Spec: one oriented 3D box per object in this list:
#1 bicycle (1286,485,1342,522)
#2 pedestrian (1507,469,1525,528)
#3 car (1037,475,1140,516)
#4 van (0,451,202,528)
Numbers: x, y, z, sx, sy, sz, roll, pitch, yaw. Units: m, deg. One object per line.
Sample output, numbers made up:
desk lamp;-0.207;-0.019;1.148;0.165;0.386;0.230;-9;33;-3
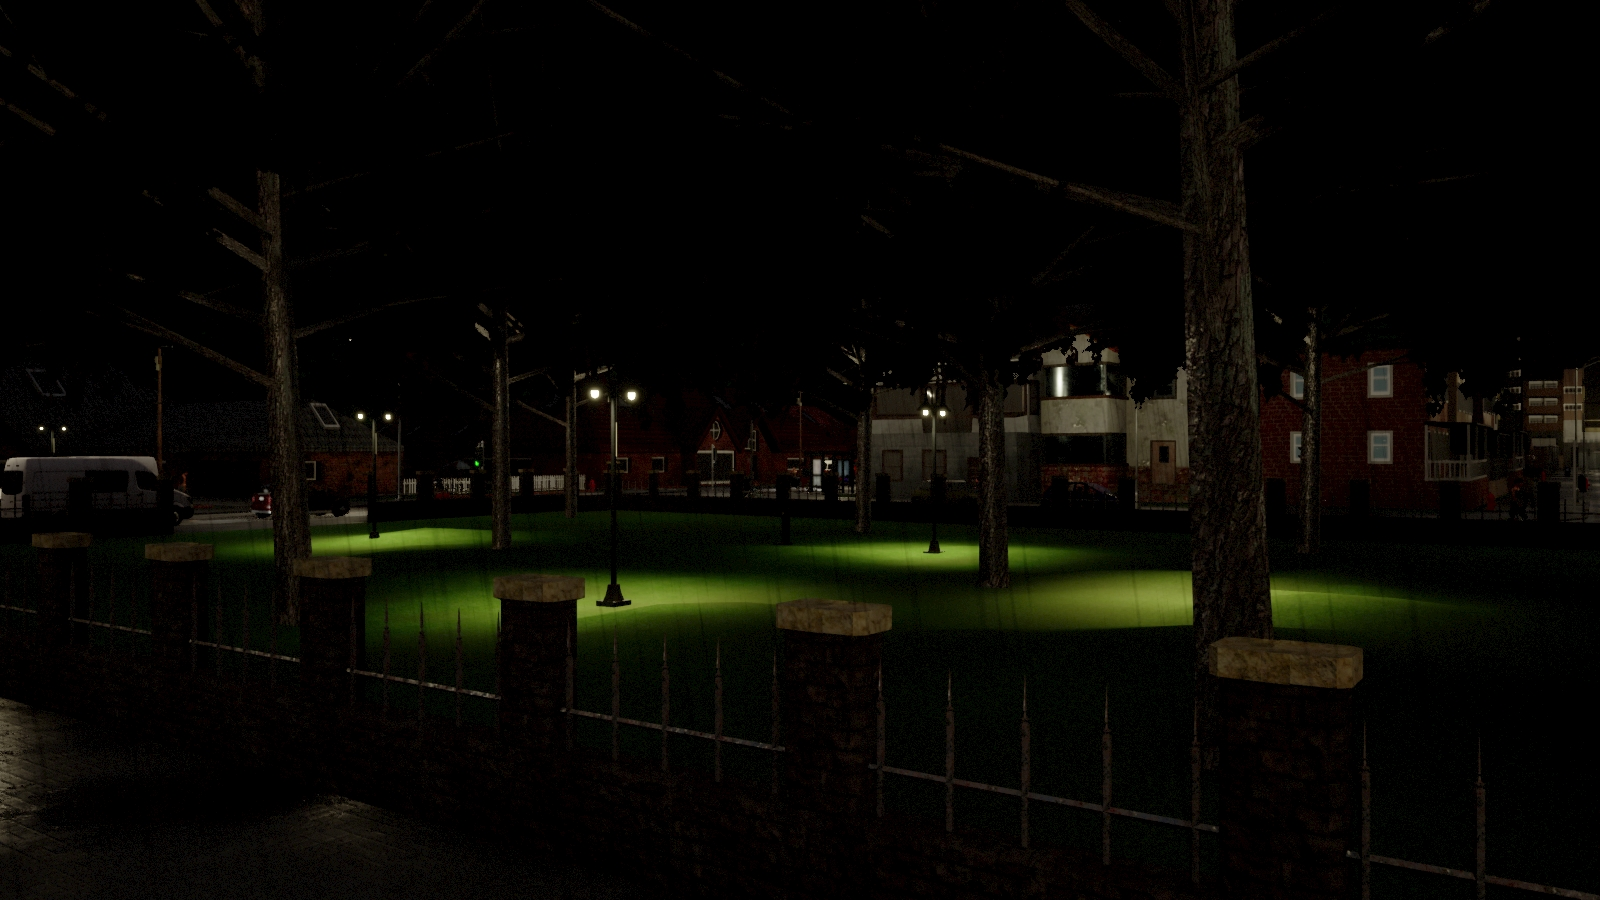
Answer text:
bicycle;18.730;1.940;41.655;1.835;1.271;0.329;0;0;35
pedestrian;22.661;1.525;36.163;0.375;1.860;0.375;0;0;-40
car;11.752;1.818;46.570;3.633;1.501;1.845;0;0;35
van;-24.846;1.314;40.779;1.988;2.561;5.915;0;0;36
